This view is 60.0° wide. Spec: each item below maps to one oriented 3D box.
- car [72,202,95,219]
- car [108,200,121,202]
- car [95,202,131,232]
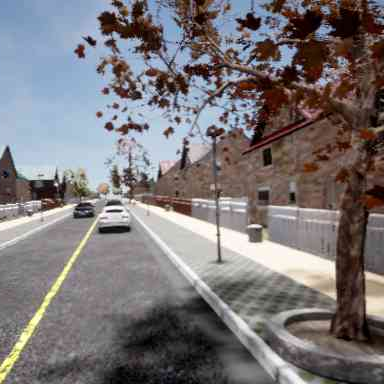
[{"bbox_3d":[-10.583,1.746,32.902,1.812,1.442,4.674,-2,0,-13],"label":"car"},{"bbox_3d":[-8.864,1.627,37.986,1.882,1.535,5.008,-2,0,-13],"label":"car"},{"bbox_3d":[-4.895,1.606,21.067,1.812,1.442,4.674,-2,0,-13],"label":"car"}]
